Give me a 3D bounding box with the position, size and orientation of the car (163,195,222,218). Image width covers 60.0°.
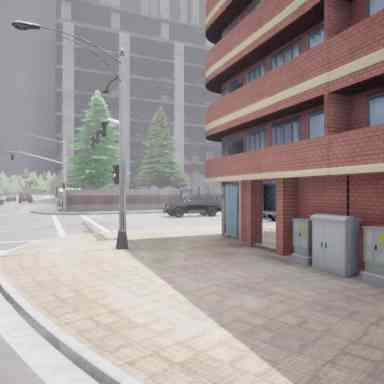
[{"bbox_3d":[0.092,1.276,31.261,5.566,2.045,2.150,0,0,-23],"label":"car"}]

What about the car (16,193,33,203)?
[{"bbox_3d":[-34.775,1.224,69.302,2.150,2.045,5.566,0,0,-23],"label":"car"}]

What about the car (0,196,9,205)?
[{"bbox_3d":[-33.431,1.524,57.503,1.812,1.442,4.674,0,0,-23],"label":"car"}]

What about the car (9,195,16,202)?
[{"bbox_3d":[-42.266,1.524,77.925,2.128,1.511,4.902,0,0,-23],"label":"car"}]

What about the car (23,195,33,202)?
[{"bbox_3d":[-38.935,1.523,79.037,1.812,1.442,4.674,0,0,-23],"label":"car"}]
